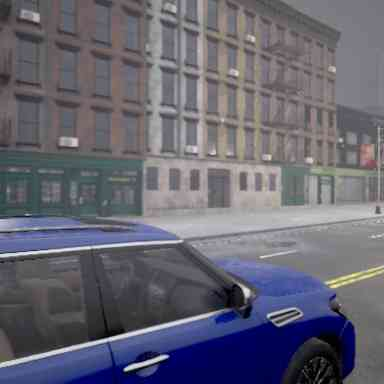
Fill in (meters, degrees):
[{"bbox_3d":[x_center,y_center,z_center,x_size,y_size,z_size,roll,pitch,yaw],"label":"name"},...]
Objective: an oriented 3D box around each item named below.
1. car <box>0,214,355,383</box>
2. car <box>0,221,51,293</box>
[{"bbox_3d":[-0.957,1.220,2.757,5.566,2.045,2.150,-1,0,-36],"label":"car"},{"bbox_3d":[-6.174,1.551,7.268,5.357,1.411,2.033,0,0,-36],"label":"car"}]
